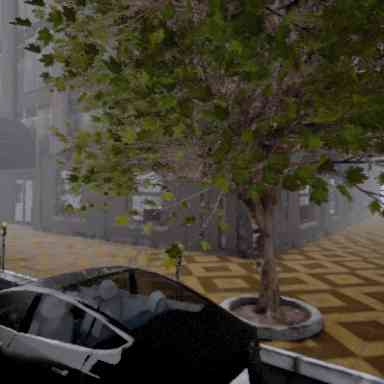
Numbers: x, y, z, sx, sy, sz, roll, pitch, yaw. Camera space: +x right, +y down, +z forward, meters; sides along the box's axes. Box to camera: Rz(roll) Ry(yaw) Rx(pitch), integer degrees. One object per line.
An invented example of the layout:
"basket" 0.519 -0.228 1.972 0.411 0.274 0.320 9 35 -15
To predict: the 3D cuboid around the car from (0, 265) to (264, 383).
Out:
"car" -1.327 1.550 3.815 4.313 1.339 1.947 0 1 36
